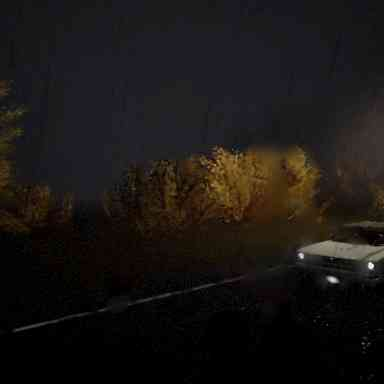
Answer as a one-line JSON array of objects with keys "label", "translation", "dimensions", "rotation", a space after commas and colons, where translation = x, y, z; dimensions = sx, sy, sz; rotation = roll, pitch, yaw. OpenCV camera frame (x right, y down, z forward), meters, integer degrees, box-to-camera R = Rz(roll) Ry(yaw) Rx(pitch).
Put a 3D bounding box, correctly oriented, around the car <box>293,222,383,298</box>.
[{"label": "car", "translation": [4.500, 1.480, 8.413], "dimensions": [4.718, 1.301, 1.895], "rotation": [-1, 1, -44]}]
